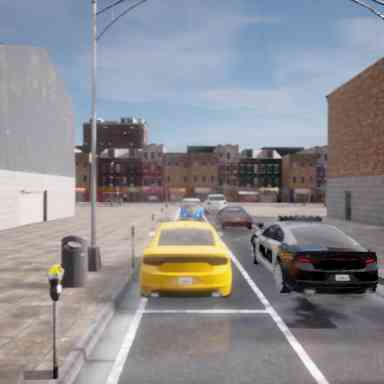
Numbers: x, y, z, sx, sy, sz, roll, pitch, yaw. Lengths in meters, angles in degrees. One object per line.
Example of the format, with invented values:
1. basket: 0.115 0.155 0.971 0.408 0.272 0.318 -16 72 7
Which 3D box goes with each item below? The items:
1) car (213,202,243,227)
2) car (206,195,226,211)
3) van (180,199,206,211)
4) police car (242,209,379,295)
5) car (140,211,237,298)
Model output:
1. car: 2.703 1.625 21.975 1.994 1.385 4.181 0 0 -1
2. car: 2.470 1.318 35.607 2.150 2.045 5.566 0 0 0
3. van: -0.066 1.397 25.470 1.690 1.788 3.998 0 0 -1
4. police car: 2.854 1.459 8.982 1.930 1.638 5.238 0 0 -1
5. car: -0.158 1.494 8.618 1.882 1.535 5.008 0 0 -1
